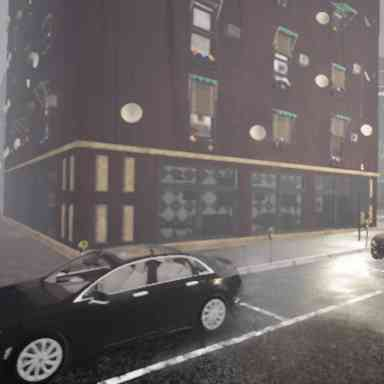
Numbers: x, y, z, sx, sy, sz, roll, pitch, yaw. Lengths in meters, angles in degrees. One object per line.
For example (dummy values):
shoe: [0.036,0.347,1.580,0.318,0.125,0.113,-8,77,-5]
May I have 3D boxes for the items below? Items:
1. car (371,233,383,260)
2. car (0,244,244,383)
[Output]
car: [8.107,1.682,11.836,4.507,1.381,1.887,1,0,-36]
car: [-1.124,1.571,5.247,4.403,1.369,2.008,1,0,-36]
